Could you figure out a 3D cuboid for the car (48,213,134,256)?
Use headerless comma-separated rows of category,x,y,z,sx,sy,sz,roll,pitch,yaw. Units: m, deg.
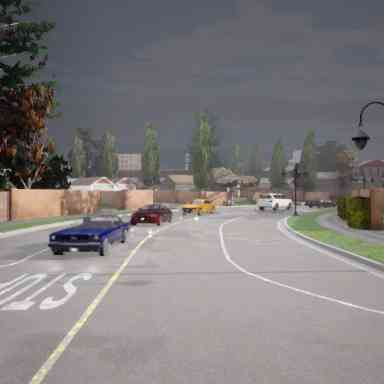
car,-3.835,1.603,13.214,1.895,1.301,4.718,0,0,2

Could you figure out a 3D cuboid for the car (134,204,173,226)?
car,-2.749,1.569,23.519,1.994,1.385,4.181,0,0,14

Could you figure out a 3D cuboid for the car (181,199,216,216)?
car,0.721,1.482,33.394,1.882,1.535,5.008,0,0,28

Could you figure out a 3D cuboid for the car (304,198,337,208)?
car,18.395,1.547,47.124,5.357,1.411,2.033,0,0,-28

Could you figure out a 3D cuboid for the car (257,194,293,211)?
car,10.122,1.203,40.422,2.150,2.045,5.566,0,0,43
